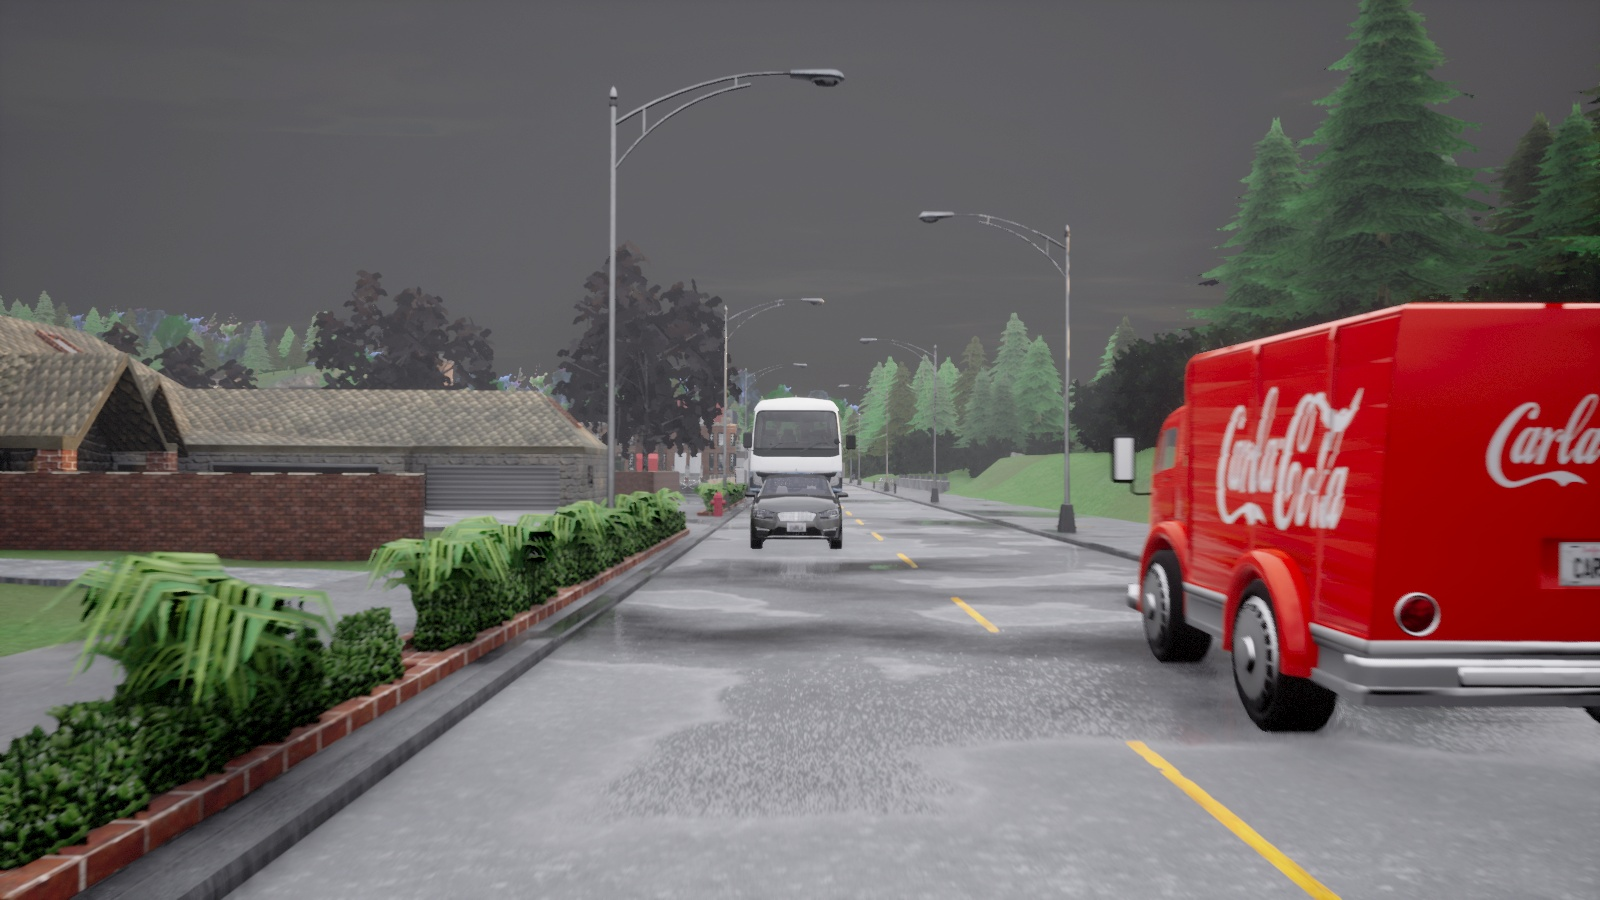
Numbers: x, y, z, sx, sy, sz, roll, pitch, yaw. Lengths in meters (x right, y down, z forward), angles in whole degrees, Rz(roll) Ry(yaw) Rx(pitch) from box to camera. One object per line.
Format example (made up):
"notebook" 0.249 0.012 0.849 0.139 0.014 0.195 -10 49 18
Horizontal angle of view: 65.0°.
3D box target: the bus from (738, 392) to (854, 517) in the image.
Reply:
"bus" -0.140 0.243 48.060 3.944 4.253 10.273 0 -1 0

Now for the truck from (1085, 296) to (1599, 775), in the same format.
"truck" 3.976 0.467 9.086 2.627 2.467 5.204 0 -1 0

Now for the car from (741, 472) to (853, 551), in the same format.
"car" -0.065 1.213 26.367 2.128 1.511 4.902 0 -1 0
